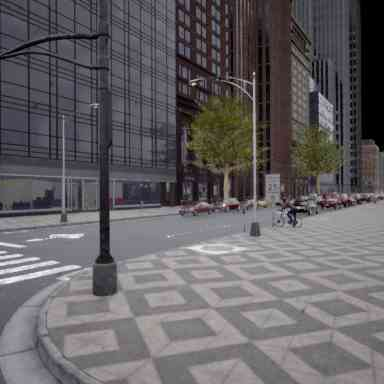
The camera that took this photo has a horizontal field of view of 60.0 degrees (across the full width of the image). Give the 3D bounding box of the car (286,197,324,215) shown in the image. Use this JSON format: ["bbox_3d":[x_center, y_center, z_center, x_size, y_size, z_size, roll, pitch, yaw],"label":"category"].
[{"bbox_3d":[10.706,1.424,31.504,1.947,1.339,4.313,0,0,35],"label":"car"}]

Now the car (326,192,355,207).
[{"bbox_3d":[20.293,1.137,45.442,2.192,1.841,5.009,0,0,35],"label":"car"}]

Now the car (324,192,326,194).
[{"bbox_3d":[22.214,1.052,52.768,2.150,2.045,5.566,-1,0,35],"label":"car"}]

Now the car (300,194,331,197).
[{"bbox_3d":[16.527,1.340,44.502,2.128,1.511,4.902,-1,0,35],"label":"car"}]

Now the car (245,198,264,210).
[{"bbox_3d":[6.882,1.495,40.986,1.802,1.307,4.206,0,0,35],"label":"car"}]

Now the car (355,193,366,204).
[{"bbox_3d":[26.684,1.118,54.733,2.192,1.841,5.009,0,0,35],"label":"car"}]

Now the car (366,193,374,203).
[{"bbox_3d":[33.077,1.100,64.024,2.192,1.841,5.009,0,0,35],"label":"car"}]

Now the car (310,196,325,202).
[{"bbox_3d":[26.061,1.419,68.864,1.947,1.339,4.313,0,0,35],"label":"car"}]

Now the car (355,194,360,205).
[{"bbox_3d":[23.490,1.378,50.086,1.947,1.339,4.313,0,0,35],"label":"car"}]

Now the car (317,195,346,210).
[{"bbox_3d":[17.097,1.377,40.796,1.887,1.381,4.507,0,0,35],"label":"car"}]

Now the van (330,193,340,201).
[{"bbox_3d":[35.647,1.186,82.803,1.690,1.788,3.998,-1,0,35],"label":"van"}]

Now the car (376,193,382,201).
[{"bbox_3d":[42.665,1.359,77.959,1.802,1.307,4.206,-1,0,35],"label":"car"}]

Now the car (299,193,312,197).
[{"bbox_3d":[19.667,1.416,59.571,1.887,1.381,4.507,0,0,35],"label":"car"}]

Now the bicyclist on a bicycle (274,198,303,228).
[{"bbox_3d":[5.277,1.177,18.388,1.656,1.620,0.582,-1,0,35],"label":"bicyclist on a bicycle"}]

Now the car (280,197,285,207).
[{"bbox_3d":[13.274,1.456,50.279,1.947,1.339,4.313,0,0,35],"label":"car"}]

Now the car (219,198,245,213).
[{"bbox_3d":[3.684,1.367,36.340,1.967,1.590,4.097,0,0,35],"label":"car"}]

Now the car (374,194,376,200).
[{"bbox_3d":[36.370,1.303,68.809,1.752,1.417,4.829,-1,0,35],"label":"car"}]

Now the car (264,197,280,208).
[{"bbox_3d":[9.981,1.426,45.492,1.752,1.417,4.829,0,0,35],"label":"car"}]

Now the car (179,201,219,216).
[{"bbox_3d":[0.489,1.524,31.694,1.802,1.307,4.206,0,0,35],"label":"car"}]
